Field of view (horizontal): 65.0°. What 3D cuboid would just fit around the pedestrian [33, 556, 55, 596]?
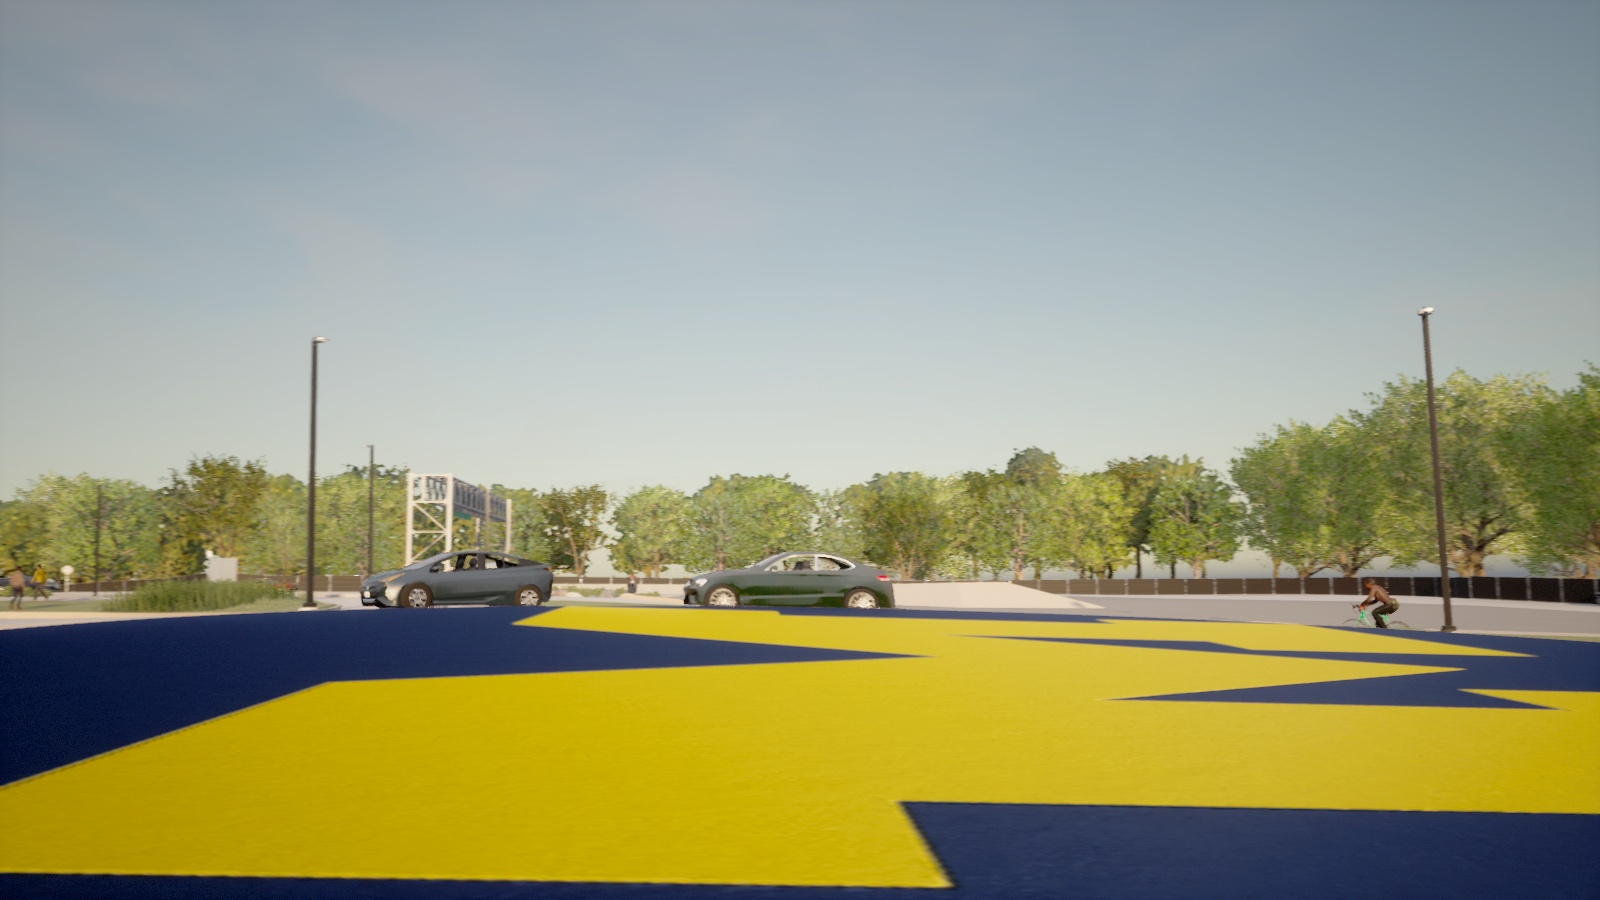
[{"bbox_3d":[-36.003,5.999,59.787,0.709,1.840,0.431,-1,-6,3],"label":"pedestrian"}]

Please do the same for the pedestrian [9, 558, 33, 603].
[{"bbox_3d":[-31.719,5.297,51.142,0.328,1.805,0.869,-1,-6,0],"label":"pedestrian"}]

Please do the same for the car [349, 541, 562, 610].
[{"bbox_3d":[-8.323,3.109,30.526,4.514,1.525,2.007,6,-9,-38],"label":"car"}]

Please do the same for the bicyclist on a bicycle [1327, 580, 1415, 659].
[{"bbox_3d":[12.865,3.802,28.325,0.582,1.620,1.656,12,-10,-42],"label":"bicyclist on a bicycle"}]

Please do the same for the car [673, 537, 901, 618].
[{"bbox_3d":[-0.348,3.068,29.860,5.027,1.651,2.152,4,-7,-12],"label":"car"}]
